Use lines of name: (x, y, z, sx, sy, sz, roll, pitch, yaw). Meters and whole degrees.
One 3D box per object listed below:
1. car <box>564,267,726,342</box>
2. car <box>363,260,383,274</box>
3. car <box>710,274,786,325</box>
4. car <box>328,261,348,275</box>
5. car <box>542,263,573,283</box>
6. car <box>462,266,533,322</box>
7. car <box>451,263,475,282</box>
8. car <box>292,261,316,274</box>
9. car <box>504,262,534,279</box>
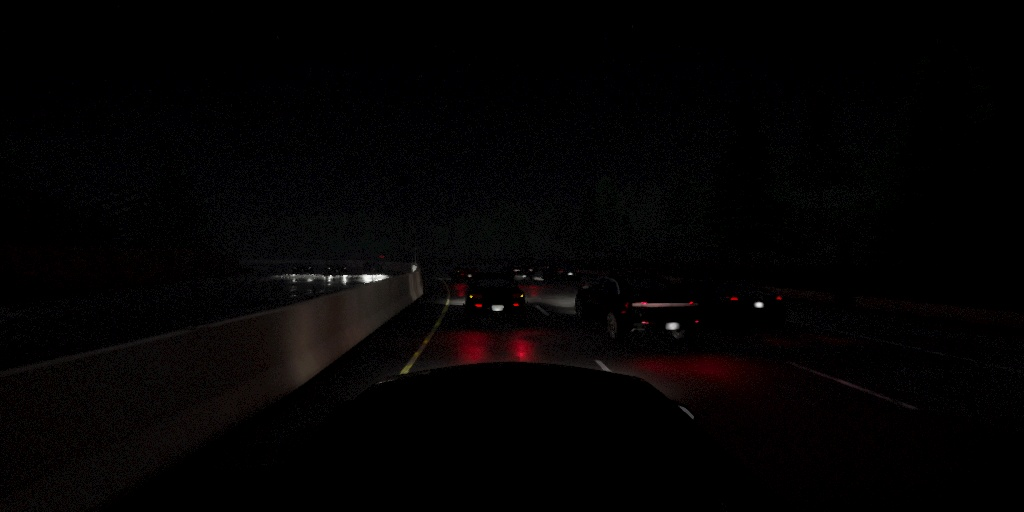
car: (3.097, 1.215, 9.741, 2.128, 1.511, 4.902, 0, 0, -4)
car: (-15.768, 1.198, 40.563, 2.128, 1.511, 4.902, 0, 0, -25)
car: (6.435, 1.274, 11.592, 1.994, 1.385, 4.181, 0, 0, -5)
car: (-18.614, 1.244, 38.359, 1.812, 1.442, 4.674, 0, 0, -24)
car: (3.704, 1.246, 27.499, 1.994, 1.385, 4.181, 0, 0, -13)
car: (-0.653, 1.254, 12.146, 1.812, 1.442, 4.674, 0, 0, -6)
car: (-3.661, 1.226, 27.989, 1.812, 1.442, 4.674, 0, 0, -15)
car: (-23.268, 1.253, 40.111, 1.812, 1.442, 4.674, 0, 0, -26)
car: (0.261, 1.184, 26.901, 2.128, 1.511, 4.902, 0, 0, -13)
